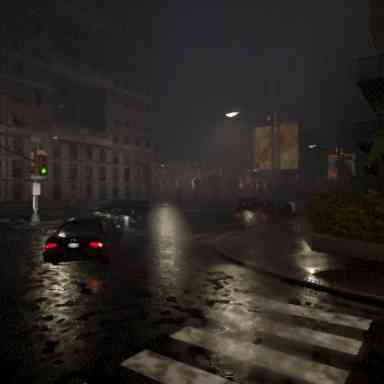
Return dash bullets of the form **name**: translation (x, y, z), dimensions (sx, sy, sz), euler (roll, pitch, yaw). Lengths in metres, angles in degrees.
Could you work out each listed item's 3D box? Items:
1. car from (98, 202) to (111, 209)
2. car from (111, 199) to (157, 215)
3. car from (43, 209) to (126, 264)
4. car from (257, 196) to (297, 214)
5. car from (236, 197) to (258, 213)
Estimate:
- **car**: translation (-8.252, 1.556, 37.444), dimensions (1.882, 1.535, 5.008), euler (0, 0, 35)
- **car**: translation (-5.754, 1.574, 34.902), dimensions (1.837, 1.490, 4.892), euler (0, 0, 36)
- **car**: translation (-3.696, 1.575, 11.957), dimensions (2.033, 1.411, 5.357), euler (0, 0, -7)
- **car**: translation (9.286, 1.528, 36.003), dimensions (2.128, 1.511, 4.902), euler (0, 0, 34)
- **car**: translation (6.957, 1.399, 38.793), dimensions (2.097, 1.767, 4.553), euler (0, 0, 35)
